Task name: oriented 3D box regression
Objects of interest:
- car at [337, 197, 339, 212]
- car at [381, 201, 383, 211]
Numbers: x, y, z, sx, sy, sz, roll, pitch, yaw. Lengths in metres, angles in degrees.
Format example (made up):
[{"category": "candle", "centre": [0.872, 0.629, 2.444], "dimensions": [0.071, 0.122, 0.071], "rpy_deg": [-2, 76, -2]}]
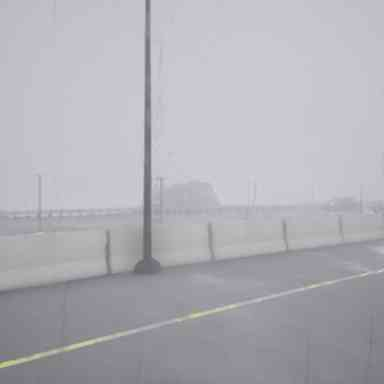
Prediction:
[{"category": "car", "centre": [16.557, 1.319, 37.361], "dimensions": [4.553, 1.767, 2.097], "rpy_deg": [0, 0, -24]}, {"category": "car", "centre": [21.290, 1.542, 35.662], "dimensions": [4.181, 1.385, 1.994], "rpy_deg": [0, 0, -24]}]
